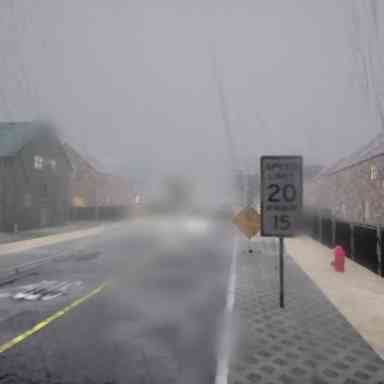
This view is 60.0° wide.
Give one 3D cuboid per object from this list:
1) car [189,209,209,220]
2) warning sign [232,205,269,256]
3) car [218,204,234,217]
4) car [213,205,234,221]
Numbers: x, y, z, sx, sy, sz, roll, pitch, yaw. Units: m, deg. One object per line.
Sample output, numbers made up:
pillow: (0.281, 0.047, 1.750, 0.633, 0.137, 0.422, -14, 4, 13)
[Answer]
car: (0.904, 2.652, 40.015, 1.895, 1.301, 4.718, 0, -2, 9)
warning sign: (2.237, 1.453, 12.889, 1.300, 1.860, 1.060, -1, -3, 8)
car: (5.003, 2.680, 48.695, 2.097, 1.767, 4.553, 0, -2, 8)
car: (3.508, 2.585, 38.276, 1.994, 1.385, 4.181, 0, -2, 9)
